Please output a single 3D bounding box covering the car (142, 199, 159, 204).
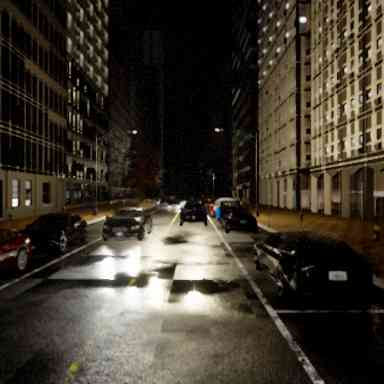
[{"bbox_3d":[-5.675,1.610,42.216,1.752,1.417,4.829,0,0,0],"label":"car"}]

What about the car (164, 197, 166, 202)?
[{"bbox_3d":[-5.666,1.672,70.849,2.008,1.369,4.403,0,0,0],"label":"car"}]

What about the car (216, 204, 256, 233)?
[{"bbox_3d":[2.698,1.611,19.604,1.947,1.339,4.313,0,0,0],"label":"car"}]

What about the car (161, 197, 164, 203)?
[{"bbox_3d":[-5.673,1.644,48.080,2.008,1.369,4.403,0,0,0],"label":"car"}]

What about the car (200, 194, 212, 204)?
[{"bbox_3d":[2.714,1.430,65.143,2.192,1.841,5.009,0,0,0],"label":"car"}]

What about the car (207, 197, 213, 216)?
[{"bbox_3d":[2.702,1.507,30.989,1.967,1.590,4.097,0,0,0],"label":"car"}]

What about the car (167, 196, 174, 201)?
[{"bbox_3d":[-5.660,1.717,87.925,1.802,1.307,4.206,0,0,0],"label":"car"}]

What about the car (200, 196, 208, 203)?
[{"bbox_3d":[2.717,1.652,76.696,1.752,1.417,4.829,0,0,0],"label":"car"}]

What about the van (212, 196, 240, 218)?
[{"bbox_3d":[2.700,1.397,25.298,1.690,1.788,3.998,0,0,0],"label":"van"}]

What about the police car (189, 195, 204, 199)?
[{"bbox_3d":[0.112,1.509,41.588,1.930,1.638,5.238,0,0,0],"label":"police car"}]

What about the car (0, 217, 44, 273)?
[{"bbox_3d":[-5.686,1.565,8.231,1.887,1.381,4.507,0,0,0],"label":"car"}]

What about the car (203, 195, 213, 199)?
[{"bbox_3d":[2.710,1.416,53.758,2.192,1.841,5.009,0,0,0],"label":"car"}]

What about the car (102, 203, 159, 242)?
[{"bbox_3d":[-3.096,1.531,16.649,2.128,1.511,4.902,0,0,0],"label":"car"}]

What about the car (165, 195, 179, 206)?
[{"bbox_3d":[-3.040,1.706,57.300,1.895,1.301,4.718,0,0,1],"label":"car"}]

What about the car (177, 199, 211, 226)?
[{"bbox_3d":[0.109,1.532,24.137,1.882,1.535,5.008,0,-1,0],"label":"car"}]

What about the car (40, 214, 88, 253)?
[{"bbox_3d":[-5.685,1.599,13.923,1.947,1.339,4.313,0,0,0],"label":"car"}]

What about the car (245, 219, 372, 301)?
[{"bbox_3d":[2.694,1.586,8.220,1.947,1.339,4.313,0,0,0],"label":"car"}]

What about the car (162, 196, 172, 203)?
[{"bbox_3d":[-5.664,1.692,76.542,1.947,1.339,4.313,0,0,0],"label":"car"}]
